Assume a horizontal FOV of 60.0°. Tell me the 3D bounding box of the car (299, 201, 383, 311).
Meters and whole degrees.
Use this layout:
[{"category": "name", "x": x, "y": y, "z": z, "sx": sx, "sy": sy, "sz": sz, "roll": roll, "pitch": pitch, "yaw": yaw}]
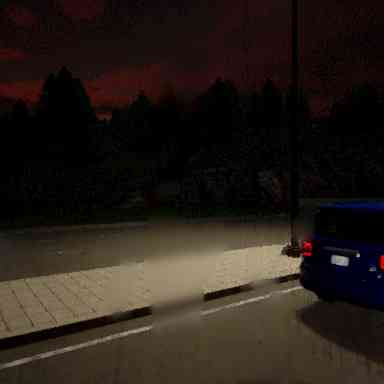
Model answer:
[{"category": "car", "x": 4.624, "y": 1.221, "z": 7.042, "sx": 5.566, "sy": 2.045, "sz": 2.150, "roll": 0, "pitch": 0, "yaw": -35}]
